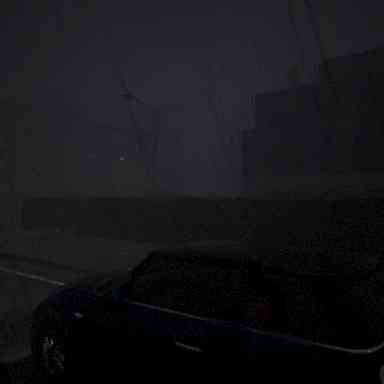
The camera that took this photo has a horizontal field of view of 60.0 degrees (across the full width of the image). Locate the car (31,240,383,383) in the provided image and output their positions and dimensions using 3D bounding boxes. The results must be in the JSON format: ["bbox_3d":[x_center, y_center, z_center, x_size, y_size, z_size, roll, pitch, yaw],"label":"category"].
[{"bbox_3d":[0.098,1.371,3.923,4.553,1.767,2.097,-1,0,36],"label":"car"}]
